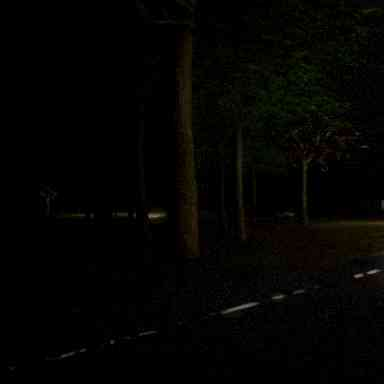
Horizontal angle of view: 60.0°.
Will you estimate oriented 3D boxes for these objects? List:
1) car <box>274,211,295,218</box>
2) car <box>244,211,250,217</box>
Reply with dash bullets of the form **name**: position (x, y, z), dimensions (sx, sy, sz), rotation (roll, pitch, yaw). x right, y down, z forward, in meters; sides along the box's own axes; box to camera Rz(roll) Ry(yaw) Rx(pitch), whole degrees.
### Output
- **car**: position (19.484, 4.773, 70.298), dimensions (1.812, 1.442, 4.674), rotation (-1, -3, -34)
- **car**: position (11.972, 5.434, 81.306), dimensions (1.837, 1.490, 4.892), rotation (-1, -2, -34)
